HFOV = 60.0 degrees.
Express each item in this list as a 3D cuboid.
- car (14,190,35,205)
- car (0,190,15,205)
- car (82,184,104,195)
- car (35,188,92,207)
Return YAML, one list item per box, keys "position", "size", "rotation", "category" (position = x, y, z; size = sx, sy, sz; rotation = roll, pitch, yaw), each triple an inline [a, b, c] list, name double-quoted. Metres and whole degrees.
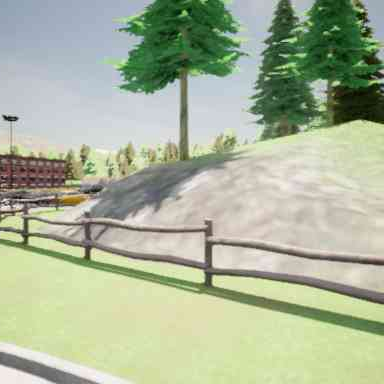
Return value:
- position: [-15.799, 0.667, 34.814]
  size: [1.994, 1.385, 4.181]
  rotation: [0, 2, 22]
  category: "car"
- position: [-19.147, 0.586, 35.861]
  size: [1.837, 1.490, 4.892]
  rotation: [0, 2, 22]
  category: "car"
- position: [-17.743, -0.297, 58.125]
  size: [2.150, 2.045, 5.566]
  rotation: [1, 2, 22]
  category: "car"
- position: [-12.676, 0.618, 33.200]
  size: [1.882, 1.535, 5.008]
  rotation: [0, 1, 22]
  category: "car"
